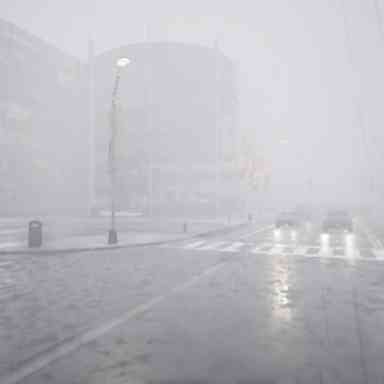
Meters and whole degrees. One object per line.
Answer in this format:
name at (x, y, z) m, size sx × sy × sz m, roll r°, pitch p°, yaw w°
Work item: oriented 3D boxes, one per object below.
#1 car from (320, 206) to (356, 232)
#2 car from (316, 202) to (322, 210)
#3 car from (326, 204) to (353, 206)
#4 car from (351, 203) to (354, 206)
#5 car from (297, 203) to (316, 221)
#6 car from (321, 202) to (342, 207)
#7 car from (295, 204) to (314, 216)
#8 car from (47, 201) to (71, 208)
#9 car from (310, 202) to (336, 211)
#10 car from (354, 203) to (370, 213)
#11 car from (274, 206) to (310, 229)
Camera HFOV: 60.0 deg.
car at (10.498, 1.983, 23.920) m, size 1.837 × 1.490 × 4.892 m, roll -1°, pitch -1°, yaw 24°
car at (21.842, 2.777, 63.354) m, size 1.882 × 1.535 × 5.008 m, roll 0°, pitch -1°, yaw -19°
car at (14.502, 2.200, 32.803) m, size 2.033 × 1.411 × 5.357 m, roll -1°, pitch -1°, yaw 24°
car at (23.322, 2.532, 53.179) m, size 1.882 × 1.535 × 5.008 m, roll 0°, pitch -1°, yaw -1°
car at (11.908, 2.218, 35.686) m, size 1.882 × 1.535 × 5.008 m, roll -1°, pitch -1°, yaw 23°
car at (18.183, 2.328, 42.592) m, size 1.882 × 1.535 × 5.008 m, roll -1°, pitch -1°, yaw 15°
car at (15.232, 2.444, 45.380) m, size 1.837 × 1.490 × 4.892 m, roll -1°, pitch -1°, yaw 11°
car at (-28.574, 2.926, 71.249) m, size 5.566 × 2.045 × 2.435 m, roll -1°, pitch -1°, yaw 24°
car at (25.232, 2.747, 64.224) m, size 1.837 × 1.490 × 4.892 m, roll 0°, pitch -1°, yaw -19°
car at (26.784, 2.538, 54.019) m, size 2.128 × 1.511 × 4.902 m, roll 0°, pitch -1°, yaw -4°
car at (8.039, 2.116, 26.933) m, size 2.033 × 1.411 × 5.357 m, roll -1°, pitch -1°, yaw 24°
